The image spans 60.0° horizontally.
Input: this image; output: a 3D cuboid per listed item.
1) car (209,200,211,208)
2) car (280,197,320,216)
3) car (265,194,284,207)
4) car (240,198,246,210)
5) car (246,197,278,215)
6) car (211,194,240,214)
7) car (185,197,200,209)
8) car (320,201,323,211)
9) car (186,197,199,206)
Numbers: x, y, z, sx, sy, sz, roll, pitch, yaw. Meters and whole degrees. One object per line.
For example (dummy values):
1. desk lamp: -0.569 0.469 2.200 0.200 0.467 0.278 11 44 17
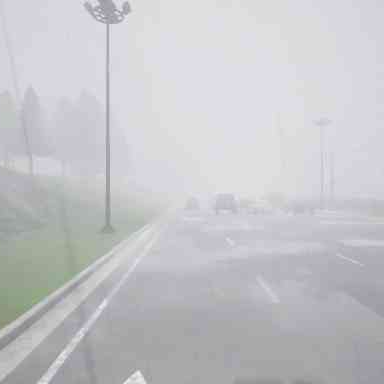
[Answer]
1. car: 3.488 1.526 46.030 1.812 1.442 4.674 0 0 0
2. car: 10.551 1.505 32.893 1.837 1.490 4.892 0 0 0
3. car: 10.524 1.221 43.354 2.150 2.045 5.566 0 0 0
4. car: 7.026 1.478 44.008 1.882 1.535 5.008 0 0 0
5. car: 7.046 1.526 33.979 1.812 1.442 4.674 0 0 0
6. car: 3.501 1.221 35.630 2.150 2.045 5.566 0 0 1
7. car: 0.046 1.547 44.306 2.033 1.411 5.357 0 0 0
8. car: 14.043 1.502 39.772 1.837 1.490 4.892 0 -1 0
9. car: 0.026 1.547 54.982 2.033 1.411 5.357 0 0 -3
